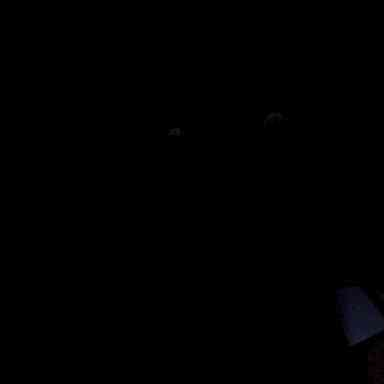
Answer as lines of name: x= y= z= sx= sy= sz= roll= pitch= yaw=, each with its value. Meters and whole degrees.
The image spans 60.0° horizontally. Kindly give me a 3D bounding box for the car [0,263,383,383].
car: x=0.771 y=1.563 z=3.485 sx=5.357 sy=1.411 sz=2.033 roll=0 pitch=0 yaw=-35
